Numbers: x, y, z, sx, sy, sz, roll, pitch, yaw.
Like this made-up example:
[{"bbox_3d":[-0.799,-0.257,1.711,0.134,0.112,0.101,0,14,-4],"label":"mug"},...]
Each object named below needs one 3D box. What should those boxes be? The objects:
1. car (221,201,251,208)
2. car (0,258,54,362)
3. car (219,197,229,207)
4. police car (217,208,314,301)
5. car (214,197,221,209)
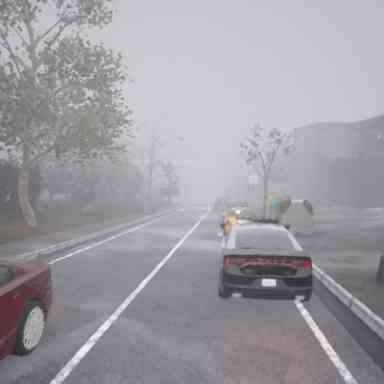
[{"bbox_3d":[2.697,1.518,18.754,1.801,1.575,5.366,1,0,6],"label":"car"},{"bbox_3d":[-3.211,1.475,3.266,1.882,1.535,5.008,0,0,3],"label":"car"},{"bbox_3d":[3.282,1.424,24.533,2.097,1.767,4.553,1,0,6],"label":"car"},{"bbox_3d":[1.678,1.467,8.679,1.930,1.638,5.238,1,0,6],"label":"police car"},{"bbox_3d":[4.288,1.449,47.691,2.097,1.767,4.553,0,0,2],"label":"car"}]
